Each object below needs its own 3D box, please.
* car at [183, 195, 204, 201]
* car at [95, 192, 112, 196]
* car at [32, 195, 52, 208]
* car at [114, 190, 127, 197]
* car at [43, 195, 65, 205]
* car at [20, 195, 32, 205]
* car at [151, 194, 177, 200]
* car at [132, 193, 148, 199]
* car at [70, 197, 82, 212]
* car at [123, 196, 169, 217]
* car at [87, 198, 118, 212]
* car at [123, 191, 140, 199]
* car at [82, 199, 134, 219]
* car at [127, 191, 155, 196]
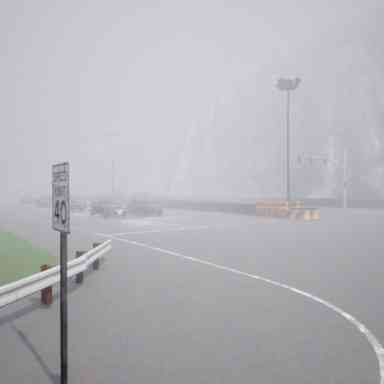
[{"bbox_3d":[0.207,1.306,65.005,1.895,1.301,4.718,0,1,-38],"label":"car"},{"bbox_3d":[-20.102,0.782,73.788,2.097,1.767,4.553,0,1,-38],"label":"car"},{"bbox_3d":[-19.475,1.318,44.407,1.837,1.490,4.892,0,1,-38],"label":"car"},{"bbox_3d":[-16.846,0.661,75.295,2.150,2.045,5.566,0,1,-38],"label":"car"},{"bbox_3d":[-22.482,1.237,53.985,2.033,1.411,5.357,0,1,-38],"label":"car"},{"bbox_3d":[-25.701,1.212,52.427,1.812,1.442,4.674,0,1,-37],"label":"car"},{"bbox_3d":[-4.171,1.398,53.555,1.895,1.301,4.718,0,1,-38],"label":"car"},{"bbox_3d":[-12.691,0.901,81.347,1.812,1.442,4.674,0,1,-38],"label":"car"},{"bbox_3d":[-13.506,1.493,36.762,1.895,1.301,4.718,0,0,-38],"label":"car"},{"bbox_3d":[-4.545,1.436,31.033,1.837,1.490,4.892,0,0,-38],"label":"car"},{"bbox_3d":[-10.461,1.450,38.548,1.994,1.385,4.181,0,0,-38],"label":"car"},{"bbox_3d":[-14.060,0.740,77.414,2.097,1.767,4.553,0,1,-38],"label":"car"},{"bbox_3d":[-7.374,1.429,28.967,2.128,1.511,4.902,0,0,-38],"label":"car"},{"bbox_3d":[-10.358,0.831,67.159,2.150,2.045,5.566,0,1,-38],"label":"car"}]
